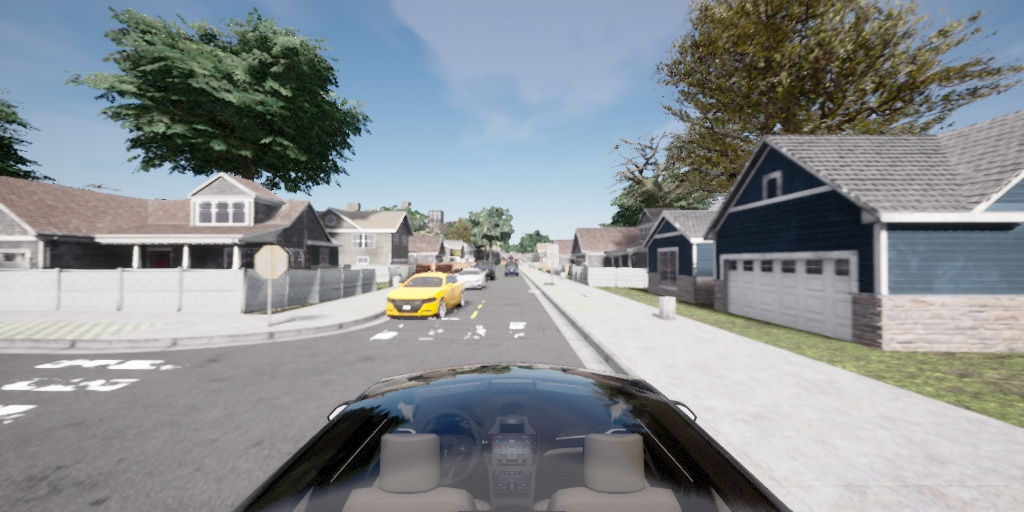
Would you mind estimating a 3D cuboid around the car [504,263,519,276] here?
[{"bbox_3d":[-0.026,1.953,47.417,2.033,1.411,5.357,0,-1,0],"label":"car"}]

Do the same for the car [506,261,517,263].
[{"bbox_3d":[-0.032,1.796,57.872,2.150,2.045,5.566,0,-1,0],"label":"car"}]

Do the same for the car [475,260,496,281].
[{"bbox_3d":[-2.858,1.475,37.476,2.150,2.045,5.566,0,-1,0],"label":"car"}]

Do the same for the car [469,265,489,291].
[{"bbox_3d":[-2.859,1.604,25.359,1.812,1.442,4.674,0,-1,0],"label":"car"}]

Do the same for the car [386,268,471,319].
[{"bbox_3d":[-3.134,1.397,13.885,1.882,1.535,5.008,0,-1,5],"label":"car"}]
